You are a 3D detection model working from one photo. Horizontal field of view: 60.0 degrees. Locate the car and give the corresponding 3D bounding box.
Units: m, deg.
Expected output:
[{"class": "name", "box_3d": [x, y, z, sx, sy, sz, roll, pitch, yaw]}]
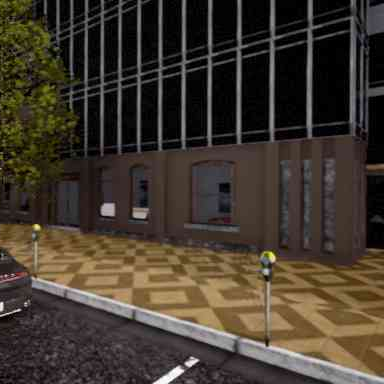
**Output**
[{"class": "car", "box_3d": [-4.720, 1.491, 6.225, 4.403, 1.369, 2.008, 1, 0, 35]}]
